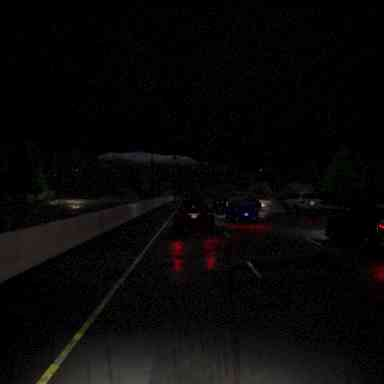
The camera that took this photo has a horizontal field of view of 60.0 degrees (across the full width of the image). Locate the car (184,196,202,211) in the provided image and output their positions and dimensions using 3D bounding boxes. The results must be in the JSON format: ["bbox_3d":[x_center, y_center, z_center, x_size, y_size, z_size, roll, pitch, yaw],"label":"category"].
[{"bbox_3d":[0.106,1.282,37.346,1.837,1.490,4.892,0,0,0],"label":"car"}]

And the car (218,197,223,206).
[{"bbox_3d":[3.605,1.295,42.087,2.033,1.411,5.357,0,0,0],"label":"car"}]

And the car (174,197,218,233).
[{"bbox_3d":[0.102,1.238,18.782,2.097,1.767,4.553,0,0,0],"label":"car"}]

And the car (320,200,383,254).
[{"bbox_3d":[7.102,1.272,13.149,2.097,1.767,4.553,0,0,0],"label":"car"}]

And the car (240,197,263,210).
[{"bbox_3d":[7.104,1.321,40.212,1.994,1.385,4.181,0,0,0],"label":"car"}]

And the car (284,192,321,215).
[{"bbox_3d":[10.603,1.026,31.990,2.150,2.045,5.566,0,0,0],"label":"car"}]

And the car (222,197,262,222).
[{"bbox_3d":[3.604,1.330,24.555,1.882,1.535,5.008,0,0,0],"label":"car"}]
